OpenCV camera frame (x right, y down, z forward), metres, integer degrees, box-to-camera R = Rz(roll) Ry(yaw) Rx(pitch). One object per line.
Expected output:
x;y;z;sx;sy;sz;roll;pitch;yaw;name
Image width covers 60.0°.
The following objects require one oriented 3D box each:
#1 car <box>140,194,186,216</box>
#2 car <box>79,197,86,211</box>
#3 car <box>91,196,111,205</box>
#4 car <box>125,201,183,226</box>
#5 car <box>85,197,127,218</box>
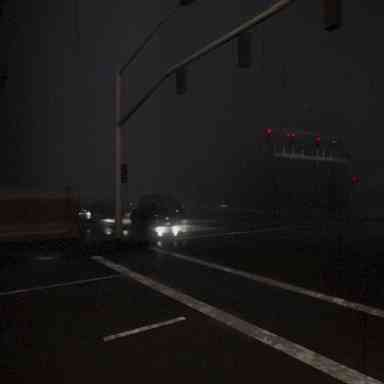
-2.812;1.222;29.638;2.150;2.045;5.566;0;0;-36;car
-13.310;1.525;38.268;1.812;1.442;4.674;0;0;-36;car
-16.896;1.477;61.564;1.882;1.535;5.008;0;0;-36;car
-2.785;1.564;23.591;1.994;1.385;4.181;0;0;-35;car
-7.883;1.477;30.696;1.882;1.535;5.008;0;0;-36;car
